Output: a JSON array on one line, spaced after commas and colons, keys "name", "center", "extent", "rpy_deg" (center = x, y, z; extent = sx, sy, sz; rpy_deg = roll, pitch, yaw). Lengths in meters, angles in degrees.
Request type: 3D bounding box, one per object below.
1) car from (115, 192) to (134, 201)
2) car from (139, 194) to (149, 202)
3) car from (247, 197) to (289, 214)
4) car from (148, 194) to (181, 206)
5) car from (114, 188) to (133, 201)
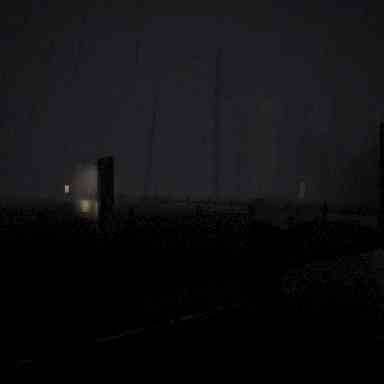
[{"name": "car", "center": [-13.465, 0.879, 66.055], "extent": [1.882, 1.535, 5.008], "rpy_deg": [-1, 1, -36]}, {"name": "car", "center": [-7.637, 1.025, 57.998], "extent": [1.812, 1.442, 4.674], "rpy_deg": [-1, 1, -35]}, {"name": "car", "center": [7.422, 1.310, 32.034], "extent": [1.837, 1.490, 4.892], "rpy_deg": [-1, 1, -36]}, {"name": "car", "center": [-3.721, 1.173, 47.581], "extent": [2.033, 1.411, 5.357], "rpy_deg": [-1, 1, -36]}, {"name": "car", "center": [-12.768, 0.313, 60.355], "extent": [2.150, 2.045, 5.566], "rpy_deg": [-1, 1, -36]}]
